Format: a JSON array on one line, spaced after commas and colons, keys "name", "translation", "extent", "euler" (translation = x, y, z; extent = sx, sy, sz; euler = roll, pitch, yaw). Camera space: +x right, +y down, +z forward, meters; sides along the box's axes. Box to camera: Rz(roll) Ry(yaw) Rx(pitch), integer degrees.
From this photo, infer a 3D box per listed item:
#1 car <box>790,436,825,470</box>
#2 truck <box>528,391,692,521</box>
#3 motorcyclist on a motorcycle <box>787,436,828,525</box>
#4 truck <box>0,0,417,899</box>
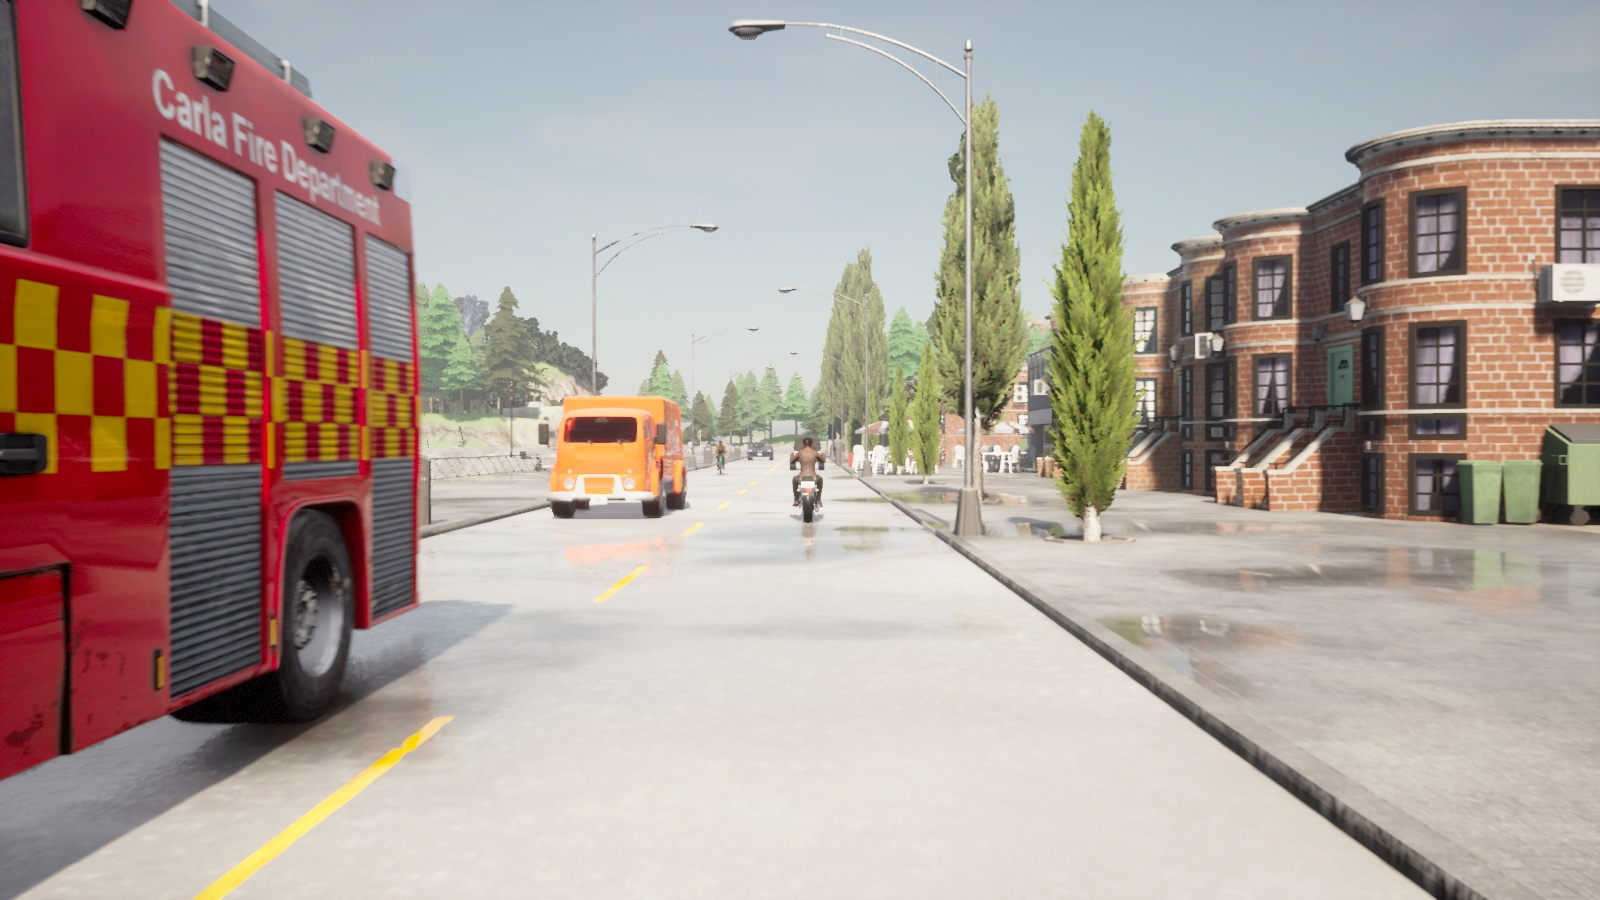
[{"name": "car", "translation": [0.401, 0.150, 69.661], "extent": [1.905, 1.878, 3.866], "euler": [0, 0, 0]}, {"name": "truck", "translation": [-3.837, 0.108, 26.465], "extent": [2.627, 2.467, 5.204], "euler": [0, 0, 0]}, {"name": "motorcyclist on a motorcycle", "translation": [0.151, 0.559, 24.447], "extent": [0.766, 1.649, 2.350], "euler": [0, 0, 0]}, {"name": "truck", "translation": [-3.962, -0.444, 3.935], "extent": [2.891, 3.827, 8.468], "euler": [0, 0, 0]}]
